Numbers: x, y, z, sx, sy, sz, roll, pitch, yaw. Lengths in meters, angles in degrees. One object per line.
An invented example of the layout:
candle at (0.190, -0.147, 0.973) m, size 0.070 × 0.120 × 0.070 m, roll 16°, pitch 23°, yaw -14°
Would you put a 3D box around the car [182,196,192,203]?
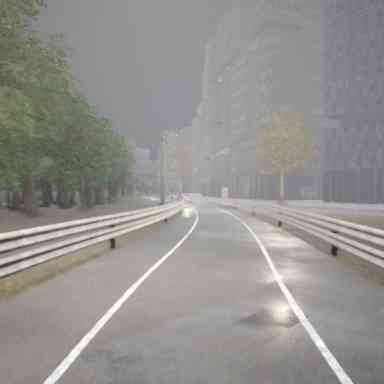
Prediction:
car at (-1.214, 1.521, 67.393) m, size 1.812 × 1.442 × 4.674 m, roll 0°, pitch 0°, yaw -13°
